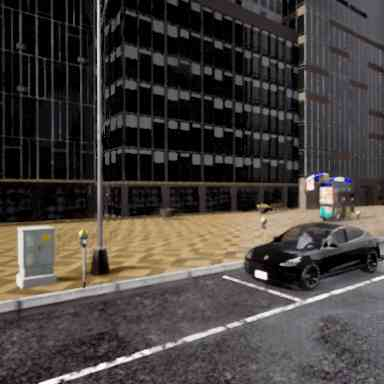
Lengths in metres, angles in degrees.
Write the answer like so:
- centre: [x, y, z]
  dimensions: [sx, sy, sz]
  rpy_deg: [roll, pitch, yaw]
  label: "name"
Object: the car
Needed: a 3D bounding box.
- centre: [3.371, 1.536, 8.962]
  dimensions: [4.313, 1.339, 1.947]
  rpy_deg: [0, 0, -35]
  label: "car"
